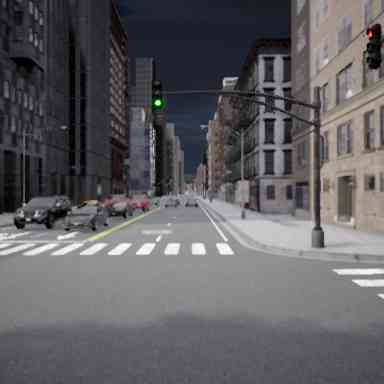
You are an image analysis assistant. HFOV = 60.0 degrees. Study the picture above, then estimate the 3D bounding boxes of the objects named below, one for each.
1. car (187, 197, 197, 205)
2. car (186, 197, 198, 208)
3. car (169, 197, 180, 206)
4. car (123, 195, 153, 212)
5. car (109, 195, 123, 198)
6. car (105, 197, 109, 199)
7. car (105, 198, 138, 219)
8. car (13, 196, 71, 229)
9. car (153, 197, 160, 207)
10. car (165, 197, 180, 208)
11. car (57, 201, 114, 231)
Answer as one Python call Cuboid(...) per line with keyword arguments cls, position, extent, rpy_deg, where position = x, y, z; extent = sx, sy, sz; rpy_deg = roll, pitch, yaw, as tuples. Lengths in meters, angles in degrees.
Cuboid(cls="car", position=(-0.019, 1.744, 63.123), extent=(1.812, 1.442, 4.674), rpy_deg=(0, 0, 0))
Cuboid(cls="car", position=(-0.016, 1.743, 53.118), extent=(1.994, 1.385, 4.181), rpy_deg=(0, 0, 0))
Cuboid(cls="car", position=(-3.269, 1.700, 62.707), extent=(1.882, 1.535, 5.008), rpy_deg=(0, 0, 0))
Cuboid(cls="car", position=(-6.605, 1.368, 41.298), extent=(2.150, 2.045, 5.566), rpy_deg=(0, -1, 0))
Cuboid(cls="car", position=(-9.851, 1.375, 43.158), extent=(2.150, 2.045, 5.566), rpy_deg=(0, 0, 0))
Cuboid(cls="car", position=(-9.852, 1.593, 32.618), extent=(1.882, 1.535, 5.008), rpy_deg=(0, 0, 0))
Cuboid(cls="car", position=(-6.603, 1.580, 30.601), extent=(1.882, 1.535, 5.008), rpy_deg=(0, 0, 0))
Cuboid(cls="car", position=(-9.868, 1.300, 22.629), extent=(2.150, 2.045, 5.566), rpy_deg=(0, 0, -2))
Cuboid(cls="car", position=(-6.517, 1.705, 56.873), extent=(1.837, 1.490, 4.892), rpy_deg=(0, 0, 0))
Cuboid(cls="car", position=(-3.265, 1.729, 52.284), extent=(2.033, 1.411, 5.357), rpy_deg=(0, 0, 0))
Cuboid(cls="car", position=(-6.581, 1.573, 21.182), extent=(1.837, 1.490, 4.892), rpy_deg=(0, 0, -1))
